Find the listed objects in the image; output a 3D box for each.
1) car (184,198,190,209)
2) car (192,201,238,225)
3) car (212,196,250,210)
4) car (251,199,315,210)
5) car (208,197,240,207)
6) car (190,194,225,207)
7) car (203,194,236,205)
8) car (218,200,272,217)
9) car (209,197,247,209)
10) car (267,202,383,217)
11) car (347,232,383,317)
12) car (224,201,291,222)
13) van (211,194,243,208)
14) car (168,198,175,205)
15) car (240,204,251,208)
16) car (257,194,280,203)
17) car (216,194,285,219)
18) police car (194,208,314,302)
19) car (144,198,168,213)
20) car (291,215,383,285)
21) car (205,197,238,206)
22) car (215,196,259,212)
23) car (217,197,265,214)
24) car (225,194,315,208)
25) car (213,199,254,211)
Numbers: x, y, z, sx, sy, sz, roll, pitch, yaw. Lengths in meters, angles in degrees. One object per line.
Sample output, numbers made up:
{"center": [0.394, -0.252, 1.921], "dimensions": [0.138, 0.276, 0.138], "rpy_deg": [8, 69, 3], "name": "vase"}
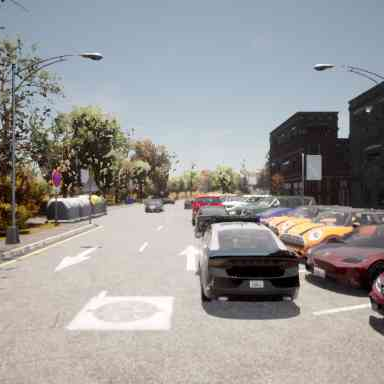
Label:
{"center": [-0.129, 1.586, 46.917], "dimensions": [2.128, 1.511, 4.902], "rpy_deg": [0, 0, 0], "name": "car"}
{"center": [1.108, 1.491, 18.359], "dimensions": [1.882, 1.535, 5.008], "rpy_deg": [0, 0, 0], "name": "car"}
{"center": [5.259, 1.447, 44.693], "dimensions": [4.553, 1.767, 2.185], "rpy_deg": [1, 0, -20], "name": "car"}
{"center": [5.298, 1.369, 14.669], "dimensions": [4.553, 1.767, 2.185], "rpy_deg": [1, 0, -20], "name": "car"}
{"center": [5.200, 1.647, 53.698], "dimensions": [4.674, 1.452, 2.002], "rpy_deg": [1, 0, -20], "name": "car"}
{"center": [1.097, 1.250, 24.390], "dimensions": [2.150, 2.045, 5.566], "rpy_deg": [0, 0, 0], "name": "car"}
{"center": [5.171, 1.391, 62.734], "dimensions": [5.566, 2.045, 2.435], "rpy_deg": [1, 0, -20], "name": "car"}
{"center": [5.219, 1.560, 32.660], "dimensions": [4.792, 1.488, 2.163], "rpy_deg": [1, 0, -20], "name": "car"}
{"center": [5.209, 1.583, 47.695], "dimensions": [5.008, 1.535, 2.097], "rpy_deg": [1, -1, -20], "name": "car"}
{"center": [5.303, 1.366, 11.668], "dimensions": [4.553, 1.767, 2.185], "rpy_deg": [1, 0, -20], "name": "car"}
{"center": [5.289, 1.527, 5.656], "dimensions": [4.674, 1.452, 2.002], "rpy_deg": [1, 0, -20], "name": "car"}
{"center": [5.222, 1.544, 26.659], "dimensions": [4.792, 1.488, 2.163], "rpy_deg": [1, 0, -20], "name": "car"}
{"center": [5.318, 1.371, 50.742], "dimensions": [4.442, 1.987, 1.878], "rpy_deg": [1, -1, -20], "name": "van"}
{"center": [-4.236, 1.754, 61.909], "dimensions": [1.895, 1.301, 4.718], "rpy_deg": [0, 0, 0], "name": "car"}
{"center": [5.257, 1.538, 17.666], "dimensions": [4.674, 1.452, 2.002], "rpy_deg": [1, 0, -20], "name": "car"}
{"center": [18.074, 1.463, 78.776], "dimensions": [2.435, 2.045, 5.566], "rpy_deg": [0, 0, -22], "name": "car"}
{"center": [5.225, 1.271, 29.661], "dimensions": [5.566, 2.045, 2.435], "rpy_deg": [1, 0, -20], "name": "car"}
{"center": [1.133, 1.428, 8.469], "dimensions": [1.930, 1.638, 5.238], "rpy_deg": [0, 0, 0], "name": "police car"}
{"center": [-4.232, 1.553, 37.774], "dimensions": [2.128, 1.511, 4.902], "rpy_deg": [0, 0, 0], "name": "car"}
{"center": [5.250, 1.518, 8.648], "dimensions": [4.792, 1.488, 2.163], "rpy_deg": [1, 0, -20], "name": "car"}
{"center": [5.006, 1.613, 56.639], "dimensions": [5.366, 1.575, 1.946], "rpy_deg": [1, 0, -20], "name": "car"}
{"center": [5.205, 1.424, 38.676], "dimensions": [4.553, 1.767, 2.185], "rpy_deg": [1, 0, -20], "name": "car"}
{"center": [5.209, 1.414, 35.675], "dimensions": [4.553, 1.767, 2.185], "rpy_deg": [1, 0, -20], "name": "car"}
{"center": [5.247, 1.251, 20.644], "dimensions": [5.566, 2.045, 2.435], "rpy_deg": [1, 0, -20], "name": "car"}
{"center": [5.232, 1.601, 41.684], "dimensions": [4.674, 1.452, 2.002], "rpy_deg": [1, 0, -20], "name": "car"}
